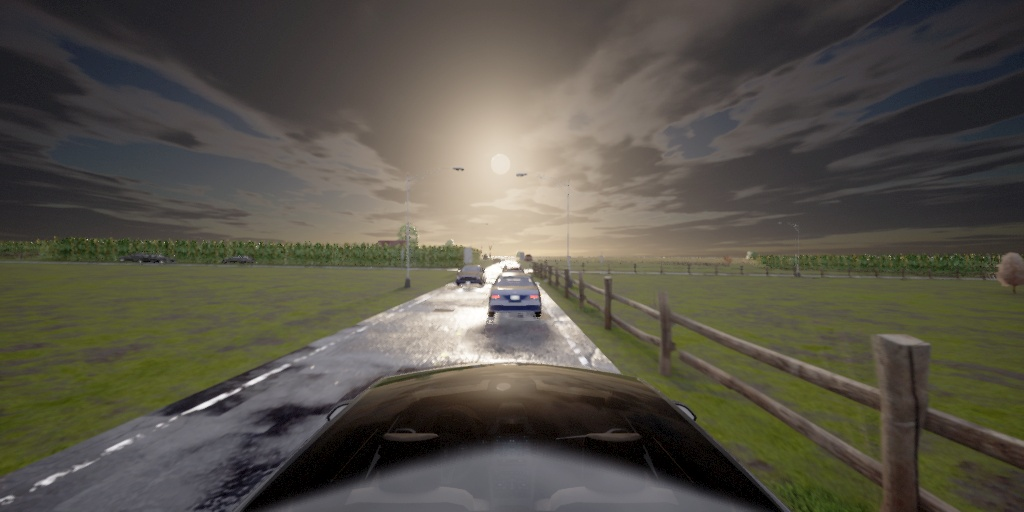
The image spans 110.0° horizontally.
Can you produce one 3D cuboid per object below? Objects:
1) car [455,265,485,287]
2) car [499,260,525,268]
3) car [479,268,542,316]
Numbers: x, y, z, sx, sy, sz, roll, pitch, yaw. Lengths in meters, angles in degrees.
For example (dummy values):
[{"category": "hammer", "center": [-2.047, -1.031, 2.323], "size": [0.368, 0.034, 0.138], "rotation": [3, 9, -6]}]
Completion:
[{"category": "car", "center": [-2.846, 1.370, 25.951], "size": [2.033, 1.411, 5.357], "rotation": [0, 0, 0]}, {"category": "car", "center": [0.092, 1.324, 29.516], "size": [2.128, 1.511, 4.902], "rotation": [0, 0, 0]}, {"category": "car", "center": [0.094, 1.332, 13.512], "size": [2.033, 1.411, 5.357], "rotation": [0, 0, 0]}]
